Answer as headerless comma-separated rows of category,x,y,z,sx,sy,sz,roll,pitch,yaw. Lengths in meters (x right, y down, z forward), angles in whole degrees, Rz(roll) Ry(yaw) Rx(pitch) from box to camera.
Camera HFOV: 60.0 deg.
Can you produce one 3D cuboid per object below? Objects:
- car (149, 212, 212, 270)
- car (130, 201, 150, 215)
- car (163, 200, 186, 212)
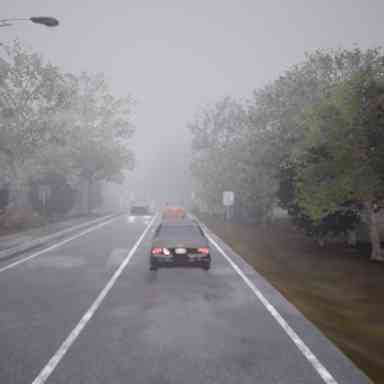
car,-0.427,1.631,11.335,2.033,1.411,5.357,0,0,-3
car,-5.736,1.739,37.122,1.882,1.535,5.008,0,-1,-4
car,-1.710,1.571,31.801,2.097,1.767,4.553,0,0,-3
